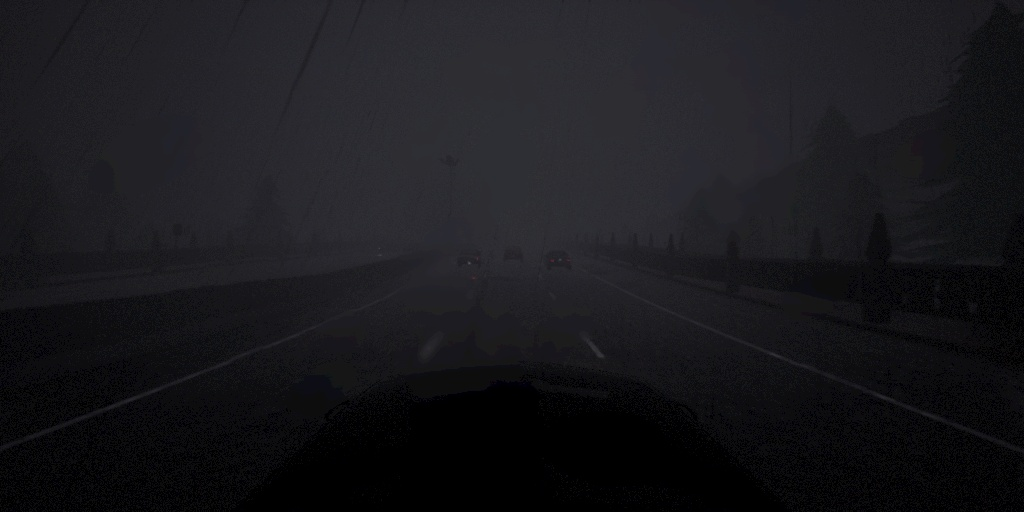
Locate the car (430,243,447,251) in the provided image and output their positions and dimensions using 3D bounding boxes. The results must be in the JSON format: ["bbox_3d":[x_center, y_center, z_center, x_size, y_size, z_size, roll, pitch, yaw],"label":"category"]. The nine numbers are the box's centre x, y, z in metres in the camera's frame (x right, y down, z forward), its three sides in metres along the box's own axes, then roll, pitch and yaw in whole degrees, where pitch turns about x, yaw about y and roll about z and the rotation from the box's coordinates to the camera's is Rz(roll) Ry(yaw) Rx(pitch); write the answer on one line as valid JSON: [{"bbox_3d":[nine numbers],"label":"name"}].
[{"bbox_3d":[-10.475,-1.140,51.559,1.994,1.385,4.181,0,4,1],"label":"car"}]

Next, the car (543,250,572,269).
[{"bbox_3d":[3.590,0.242,28.605,2.033,1.411,5.357,0,3,1],"label":"car"}]

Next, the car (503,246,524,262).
[{"bbox_3d":[0.145,-0.304,36.460,1.882,1.535,5.008,0,4,0],"label":"car"}]

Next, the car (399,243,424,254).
[{"bbox_3d":[-13.965,-1.142,51.207,2.033,1.411,5.357,0,3,1],"label":"car"}]

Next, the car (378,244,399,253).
[{"bbox_3d":[-17.468,-1.105,51.358,1.895,1.301,4.718,0,3,1],"label":"car"}]

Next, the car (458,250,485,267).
[{"bbox_3d":[-3.389,0.147,30.826,1.895,1.301,4.718,0,3,1],"label":"car"}]
